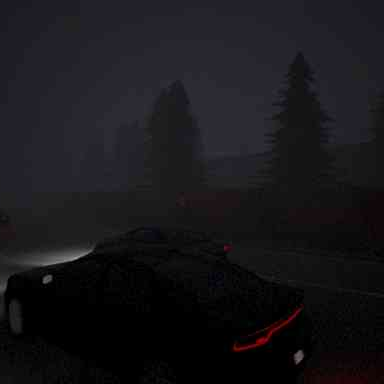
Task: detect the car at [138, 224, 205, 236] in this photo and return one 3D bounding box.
[{"bbox_3d":[-1.007,1.622,9.514,4.181,1.385,1.994,0,0,40],"label":"car"}]

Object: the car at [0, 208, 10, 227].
[{"bbox_3d":[-14.201,1.764,23.262,1.895,1.301,4.718,0,0,-38],"label":"car"}]

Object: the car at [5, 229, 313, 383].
[{"bbox_3d":[-0.879,1.508,4.875,5.008,1.535,1.882,0,0,38],"label":"car"}]
